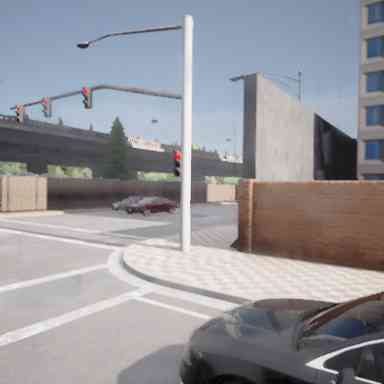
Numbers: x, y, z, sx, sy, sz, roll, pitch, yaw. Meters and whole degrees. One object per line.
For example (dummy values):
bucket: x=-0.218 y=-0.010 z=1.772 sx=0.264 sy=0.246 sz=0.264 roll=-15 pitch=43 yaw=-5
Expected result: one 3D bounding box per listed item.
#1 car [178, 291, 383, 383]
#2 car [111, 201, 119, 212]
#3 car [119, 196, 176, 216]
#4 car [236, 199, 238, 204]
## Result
car: x=2.118 y=1.511 z=2.454 sx=4.892 sy=1.490 sz=1.837 roll=1 pitch=1 yaw=36
car: x=-5.335 y=1.107 z=31.240 sx=2.128 sy=1.511 sz=4.902 roll=1 pitch=1 yaw=36
car: x=-3.378 y=1.145 z=27.964 sx=1.882 sy=1.535 sz=5.008 roll=1 pitch=1 yaw=36
car: x=8.350 y=1.183 z=50.243 sx=1.994 sy=1.385 sz=4.181 roll=1 pitch=0 yaw=36
